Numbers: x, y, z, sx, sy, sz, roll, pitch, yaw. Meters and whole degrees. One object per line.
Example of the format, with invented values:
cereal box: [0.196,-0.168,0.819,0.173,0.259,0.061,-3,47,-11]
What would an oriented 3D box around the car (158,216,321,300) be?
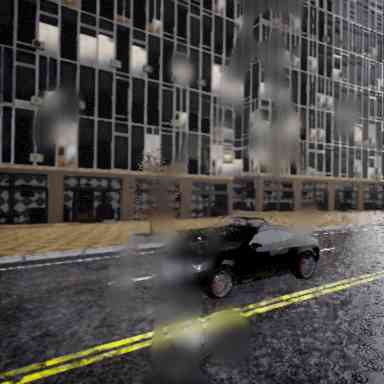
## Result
car: [1.394,1.535,8.555,4.674,1.442,1.812,0,0,-34]

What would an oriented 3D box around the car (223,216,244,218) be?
car: [1.627,1.615,12.641,4.718,1.301,1.895,0,0,-34]
